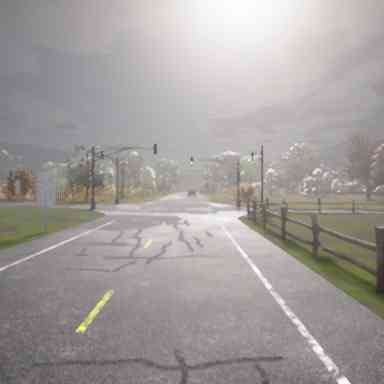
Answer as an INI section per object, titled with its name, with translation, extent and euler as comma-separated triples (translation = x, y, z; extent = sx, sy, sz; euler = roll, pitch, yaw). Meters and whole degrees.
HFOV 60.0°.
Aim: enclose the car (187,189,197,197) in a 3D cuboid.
[car]
translation = 0.000, 0.146, 87.045
extent = 2.150, 2.045, 5.566
euler = 0, 1, 0
